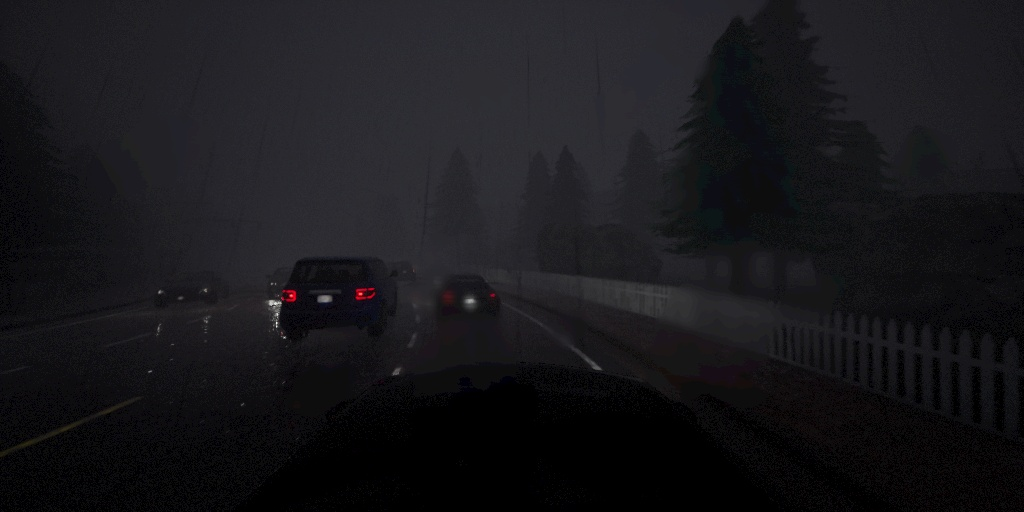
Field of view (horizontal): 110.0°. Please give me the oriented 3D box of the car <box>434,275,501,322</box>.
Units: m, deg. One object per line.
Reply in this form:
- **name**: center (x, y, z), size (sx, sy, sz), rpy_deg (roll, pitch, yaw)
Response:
- **car**: center (-1.668, 1.331, 12.494), size (1.994, 1.385, 4.181), rpy_deg (-1, 0, -14)

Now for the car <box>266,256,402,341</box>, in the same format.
- **car**: center (-4.641, 1.020, 10.423), size (2.150, 2.045, 5.566), rpy_deg (0, 0, -12)

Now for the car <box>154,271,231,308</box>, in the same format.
- **car**: center (-14.346, 1.420, 16.422), size (1.812, 1.442, 4.674), rpy_deg (0, 0, -28)

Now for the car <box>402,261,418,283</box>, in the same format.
- **car**: center (-9.072, 1.194, 27.906), size (2.097, 1.767, 4.553), rpy_deg (-1, 0, -36)
